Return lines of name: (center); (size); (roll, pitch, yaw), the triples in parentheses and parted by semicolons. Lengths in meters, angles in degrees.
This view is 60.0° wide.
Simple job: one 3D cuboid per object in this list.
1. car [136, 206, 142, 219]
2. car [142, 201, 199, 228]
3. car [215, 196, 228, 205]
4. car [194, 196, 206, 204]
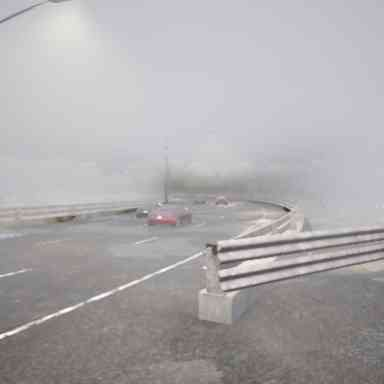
car: (-3.076, 1.505, 28.121); (1.994, 1.385, 4.181); (0, 0, 17)
car: (-1.309, 1.519, 22.229); (1.994, 1.385, 4.181); (0, 0, 19)
car: (4.864, 1.429, 54.909); (1.812, 1.442, 4.674); (0, 0, 3)
car: (1.412, 1.453, 59.701); (1.994, 1.385, 4.181); (0, 0, 0)
